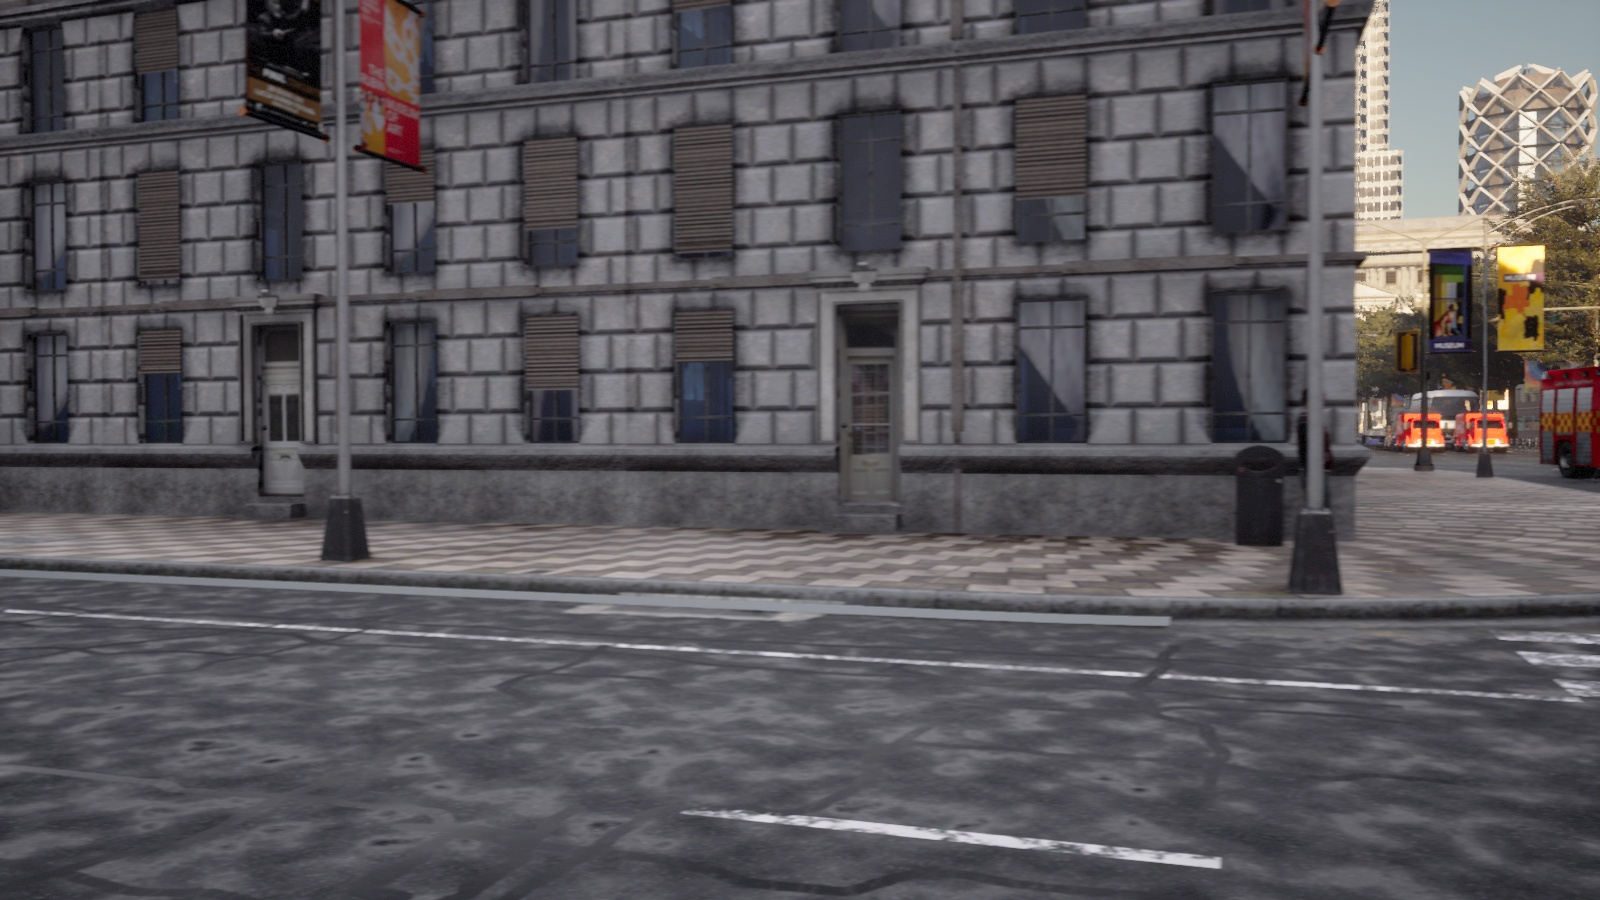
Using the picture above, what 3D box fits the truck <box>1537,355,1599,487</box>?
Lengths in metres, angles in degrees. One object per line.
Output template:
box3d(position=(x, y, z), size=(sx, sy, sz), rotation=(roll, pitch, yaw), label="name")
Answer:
box3d(position=(24.547, -0.821, 35.903), size=(2.891, 3.827, 8.468), rotation=(0, 1, 7), label="truck")

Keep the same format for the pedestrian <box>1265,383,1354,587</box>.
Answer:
box3d(position=(4.747, 0.314, 11.705), size=(0.720, 1.854, 0.376), rotation=(1, 1, 28), label="pedestrian")

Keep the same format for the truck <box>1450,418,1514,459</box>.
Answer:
box3d(position=(42.508, -0.756, 78.424), size=(2.627, 2.467, 5.204), rotation=(1, 1, 18), label="truck")

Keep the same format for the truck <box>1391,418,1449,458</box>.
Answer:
box3d(position=(39.208, -0.786, 79.505), size=(2.627, 2.467, 5.204), rotation=(1, 1, 19), label="truck")
